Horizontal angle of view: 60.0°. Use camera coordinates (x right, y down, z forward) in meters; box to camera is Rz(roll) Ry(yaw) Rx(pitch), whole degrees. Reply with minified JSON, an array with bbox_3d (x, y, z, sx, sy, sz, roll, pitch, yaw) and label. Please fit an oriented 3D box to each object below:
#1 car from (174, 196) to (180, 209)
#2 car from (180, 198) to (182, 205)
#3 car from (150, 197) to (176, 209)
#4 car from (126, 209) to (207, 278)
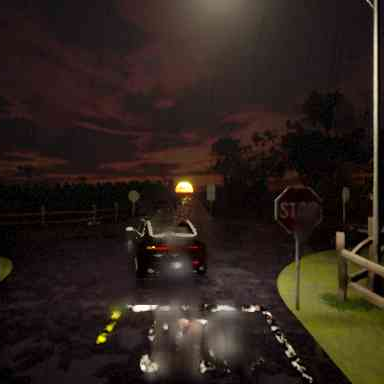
[{"bbox_3d":[-2.839,1.507,42.963,1.837,1.490,4.892,0,0,0],"label":"car"},{"bbox_3d":[-2.796,1.493,57.868,1.882,1.535,5.008,0,0,1],"label":"car"},{"bbox_3d":[-2.867,1.502,32.453,1.837,1.490,4.892,0,0,1],"label":"car"},{"bbox_3d":[-0.906,1.500,10.262,1.837,1.490,4.892,1,0,-14],"label":"car"}]
